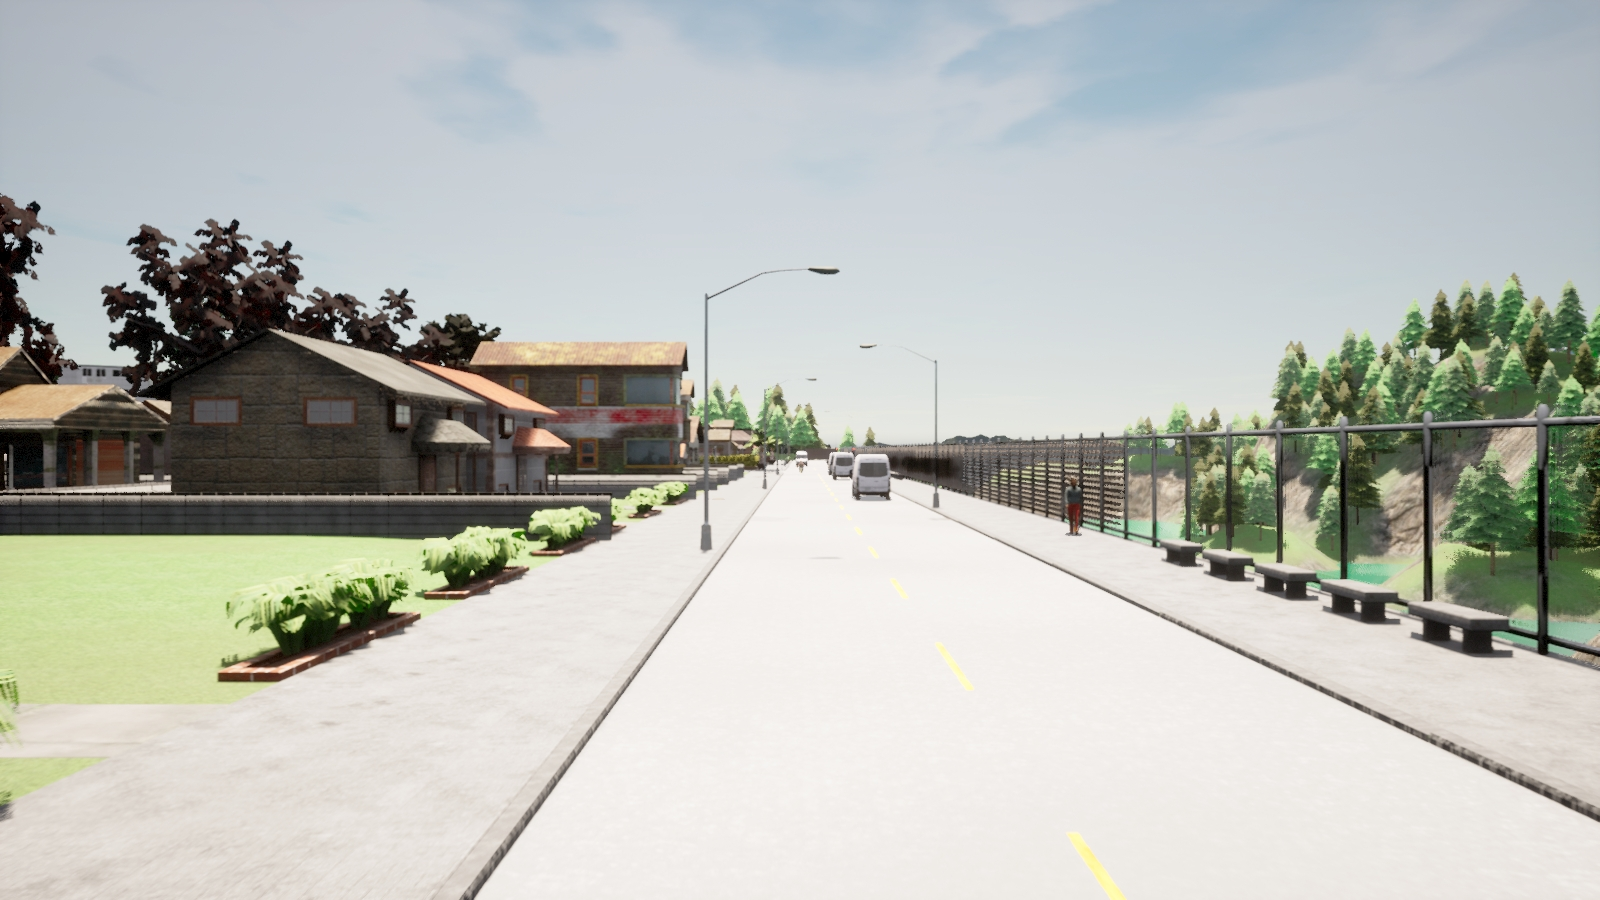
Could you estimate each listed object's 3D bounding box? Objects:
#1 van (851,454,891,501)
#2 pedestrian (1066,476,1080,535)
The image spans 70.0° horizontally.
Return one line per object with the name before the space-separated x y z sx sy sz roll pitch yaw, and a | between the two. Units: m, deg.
van | 4.079 1.531 66.363 1.988 2.561 5.915 0 0 0
pedestrian | 8.618 1.741 36.009 0.375 1.860 0.375 0 0 5
